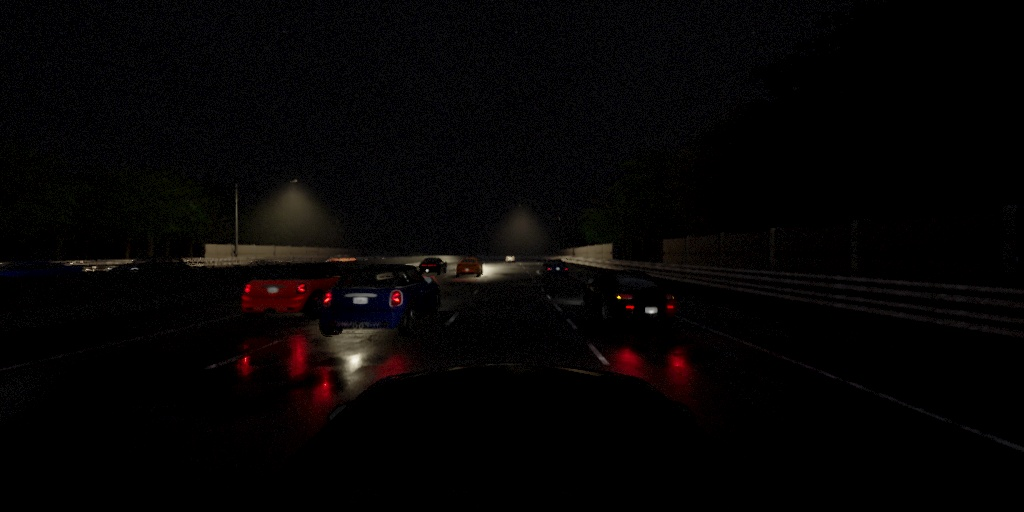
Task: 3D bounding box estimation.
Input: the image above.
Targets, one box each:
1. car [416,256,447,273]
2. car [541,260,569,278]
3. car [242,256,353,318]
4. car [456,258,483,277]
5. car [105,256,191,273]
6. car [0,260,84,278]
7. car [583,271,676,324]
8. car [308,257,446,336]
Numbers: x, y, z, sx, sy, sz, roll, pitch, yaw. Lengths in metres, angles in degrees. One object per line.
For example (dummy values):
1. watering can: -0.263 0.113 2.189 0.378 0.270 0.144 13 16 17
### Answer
1. car: -7.060 0.923 32.222 1.837 1.490 4.892 0 1 0
2. car: 3.451 0.998 29.569 2.033 1.411 5.357 0 1 0
3. car: -6.970 1.003 12.560 2.097 1.767 4.553 0 1 0
4. car: -3.552 0.916 30.643 1.882 1.535 5.008 0 1 0
5. car: -24.724 0.872 24.554 2.097 1.767 4.553 0 1 0
6. car: -28.206 1.045 20.689 1.882 1.535 5.008 0 1 0
7. car: 3.532 1.185 11.440 1.812 1.442 4.674 0 1 0
8. car: -3.458 1.024 10.286 2.097 1.767 4.553 0 0 0
